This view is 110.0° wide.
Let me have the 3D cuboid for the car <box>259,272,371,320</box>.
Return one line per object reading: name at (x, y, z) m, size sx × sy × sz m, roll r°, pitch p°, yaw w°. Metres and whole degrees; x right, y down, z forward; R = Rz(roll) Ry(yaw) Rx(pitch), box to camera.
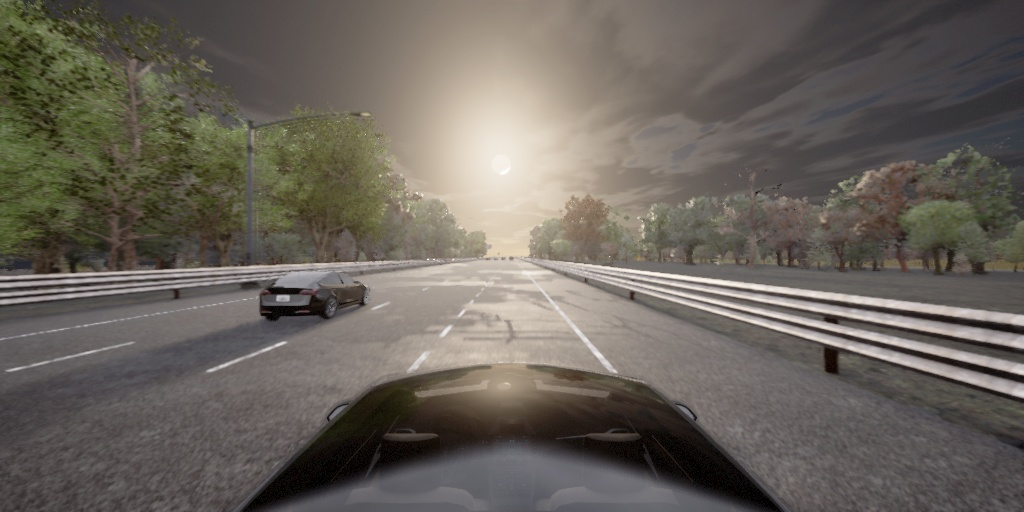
car at (-6.683, 1.272, 12.709) m, size 2.163 × 1.488 × 4.792 m, roll 0°, pitch 0°, yaw -2°
